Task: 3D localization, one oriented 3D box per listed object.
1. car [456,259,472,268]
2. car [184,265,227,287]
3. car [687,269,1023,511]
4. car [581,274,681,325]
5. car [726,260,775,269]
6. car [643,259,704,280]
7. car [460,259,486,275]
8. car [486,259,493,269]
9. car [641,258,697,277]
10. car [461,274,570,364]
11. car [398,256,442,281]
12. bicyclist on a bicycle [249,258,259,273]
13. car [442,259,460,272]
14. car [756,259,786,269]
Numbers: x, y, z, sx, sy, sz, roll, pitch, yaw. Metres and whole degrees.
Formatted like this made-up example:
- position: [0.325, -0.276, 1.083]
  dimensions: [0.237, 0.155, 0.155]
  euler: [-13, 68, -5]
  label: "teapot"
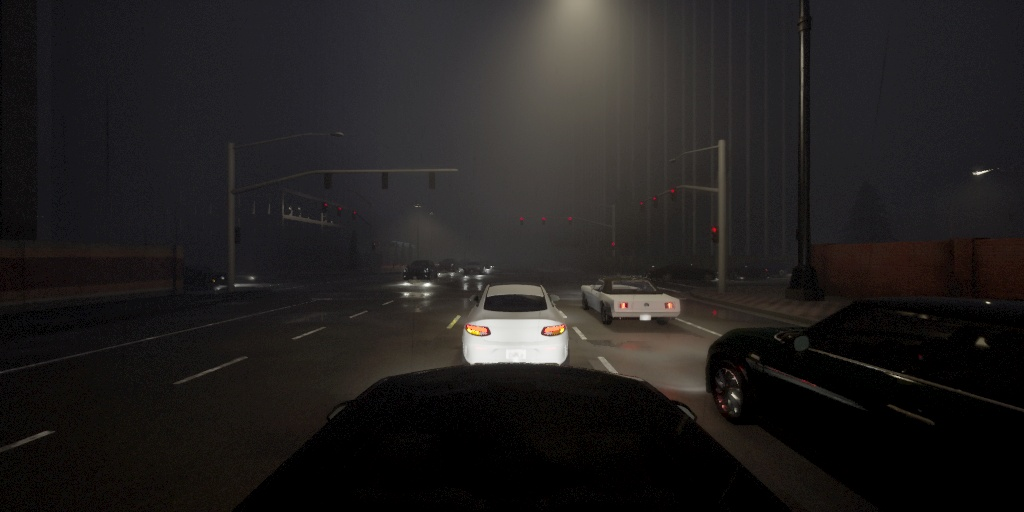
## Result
- position: [-8.072, 1.257, 60.993]
  dimensions: [2.128, 1.511, 4.902]
  euler: [0, 0, -1]
  label: "car"
- position: [-21.419, 1.319, 24.088]
  dimensions: [4.181, 1.385, 1.994]
  euler: [0, 0, 0]
  label: "car"
- position: [3.599, 1.102, 2.889]
  dimensions: [2.097, 1.767, 4.553]
  euler: [0, 0, 0]
  label: "car"
- position: [3.562, 1.353, 11.791]
  dimensions: [1.895, 1.301, 4.718]
  euler: [0, 0, 0]
  label: "car"
- position: [20.188, 1.321, 31.689]
  dimensions: [4.181, 1.385, 1.994]
  euler: [0, 0, -1]
  label: "car"
- position: [13.268, 1.234, 28.040]
  dimensions: [5.008, 1.535, 1.882]
  euler: [0, 0, 2]
  label: "car"
- position: [-4.194, 1.284, 39.174]
  dimensions: [1.812, 1.442, 4.674]
  euler: [0, 0, -1]
  label: "car"
- position: [-4.526, 1.364, 57.527]
  dimensions: [1.895, 1.301, 4.718]
  euler: [0, 0, -1]
  label: "car"
- position: [15.337, 1.110, 35.144]
  dimensions: [4.553, 1.767, 2.097]
  euler: [0, 0, 0]
  label: "car"
- position: [0.058, 1.277, 7.573]
  dimensions: [1.812, 1.442, 4.674]
  euler: [0, 0, 0]
  label: "car"
- position: [-7.460, 1.109, 29.596]
  dimensions: [2.097, 1.767, 4.553]
  euler: [0, 0, -1]
  label: "car"
- position: [-28.410, 1.060, 39.508]
  dimensions: [0.582, 1.620, 1.656]
  euler: [0, 0, -1]
  label: "bicyclist on a bicycle"
- position: [-7.971, 1.113, 45.100]
  dimensions: [2.097, 1.767, 4.553]
  euler: [0, 0, 2]
  label: "car"
- position: [24.229, 1.110, 35.226]
  dimensions: [4.553, 1.767, 2.097]
  euler: [0, 0, 0]
  label: "car"
